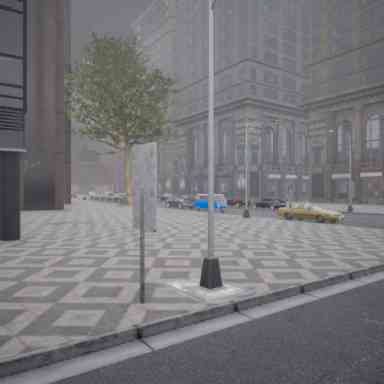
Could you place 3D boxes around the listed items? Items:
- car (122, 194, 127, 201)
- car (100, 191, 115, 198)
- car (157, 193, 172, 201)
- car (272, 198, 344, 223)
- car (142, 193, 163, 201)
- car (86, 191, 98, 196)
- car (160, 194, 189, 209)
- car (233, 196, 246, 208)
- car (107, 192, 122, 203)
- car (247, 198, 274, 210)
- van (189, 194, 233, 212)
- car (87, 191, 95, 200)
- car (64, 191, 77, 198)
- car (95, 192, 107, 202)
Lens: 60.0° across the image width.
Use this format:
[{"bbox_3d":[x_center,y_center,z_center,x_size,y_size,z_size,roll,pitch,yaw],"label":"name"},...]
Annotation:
[{"bbox_3d":[-7.751,1.050,46.821,1.752,1.417,4.829,1,0,-35],"label":"car"},{"bbox_3d":[-20.196,0.586,79.463,1.887,1.381,4.507,1,0,-35],"label":"car"},{"bbox_3d":[-4.087,0.880,56.457,1.967,1.590,4.097,1,0,-35],"label":"car"},{"bbox_3d":[8.359,1.397,23.803,1.752,1.417,4.829,1,0,-35],"label":"car"},{"bbox_3d":[-7.311,0.909,61.058,2.008,1.369,4.403,1,0,-35],"label":"car"},{"bbox_3d":[-26.639,0.470,88.666,1.802,1.307,4.206,1,0,-35],"label":"car"},{"bbox_3d":[-1.404,1.230,37.753,2.008,1.369,4.403,1,0,-35],"label":"car"},{"bbox_3d":[5.576,1.223,42.649,1.887,1.381,4.507,1,0,-35],"label":"car"},{"bbox_3d":[-11.069,0.991,51.562,2.008,1.369,4.403,1,0,-35],"label":"car"},{"bbox_3d":[8.796,1.314,38.047,1.947,1.339,4.313,1,0,-35],"label":"car"},{"bbox_3d":[1.819,1.090,33.150,1.690,1.788,3.998,1,0,-35],"label":"van"},{"bbox_3d":[-17.512,0.829,60.766,2.008,1.369,4.403,1,0,-35],"label":"car"},{"bbox_3d":[-27.175,0.482,74.570,1.967,1.590,4.097,1,0,-35],"label":"car"},{"bbox_3d":[-14.291,0.910,56.164,2.008,1.369,4.403,1,0,-35],"label":"car"}]
